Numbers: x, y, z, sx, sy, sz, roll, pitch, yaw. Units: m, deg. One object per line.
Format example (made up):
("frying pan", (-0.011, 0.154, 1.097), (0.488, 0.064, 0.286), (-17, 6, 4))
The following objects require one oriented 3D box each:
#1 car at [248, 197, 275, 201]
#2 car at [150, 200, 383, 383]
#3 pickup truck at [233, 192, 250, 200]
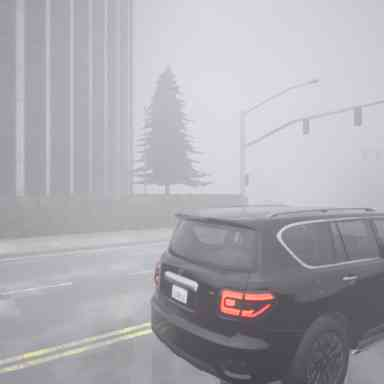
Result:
("car", (9.572, 1.564, 41.607), (1.994, 1.385, 4.181), (0, 0, -36))
("car", (2.067, 1.222, 5.213), (5.566, 2.045, 2.150), (0, 0, -35))
("pickup truck", (10.283, 1.059, 68.812), (2.390, 2.098, 6.274), (0, 0, -5))
